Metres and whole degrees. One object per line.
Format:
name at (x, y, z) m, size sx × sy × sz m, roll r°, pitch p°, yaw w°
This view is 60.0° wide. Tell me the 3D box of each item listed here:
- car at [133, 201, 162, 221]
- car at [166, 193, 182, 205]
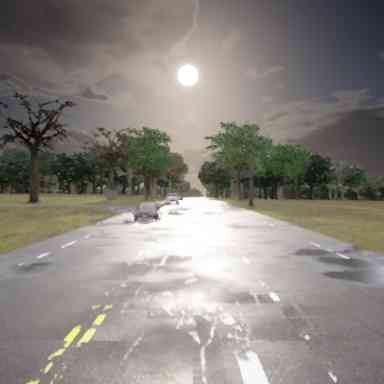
car at (-3.477, 1.496, 26.753) m, size 1.812 × 1.442 × 4.674 m, roll 0°, pitch 0°, yaw 0°
car at (-3.459, 1.207, 59.711) m, size 2.150 × 2.045 × 5.566 m, roll 0°, pitch 0°, yaw 0°
